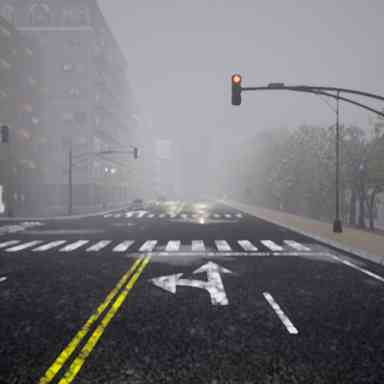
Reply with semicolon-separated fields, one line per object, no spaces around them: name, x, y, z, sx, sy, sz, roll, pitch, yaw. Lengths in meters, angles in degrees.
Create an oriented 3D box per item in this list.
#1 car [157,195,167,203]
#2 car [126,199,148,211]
car;-6.414;1.450;70.840;1.882;1.535;5.008;0;0;0
car;-6.444;1.551;39.649;1.812;1.442;4.674;0;1;0
